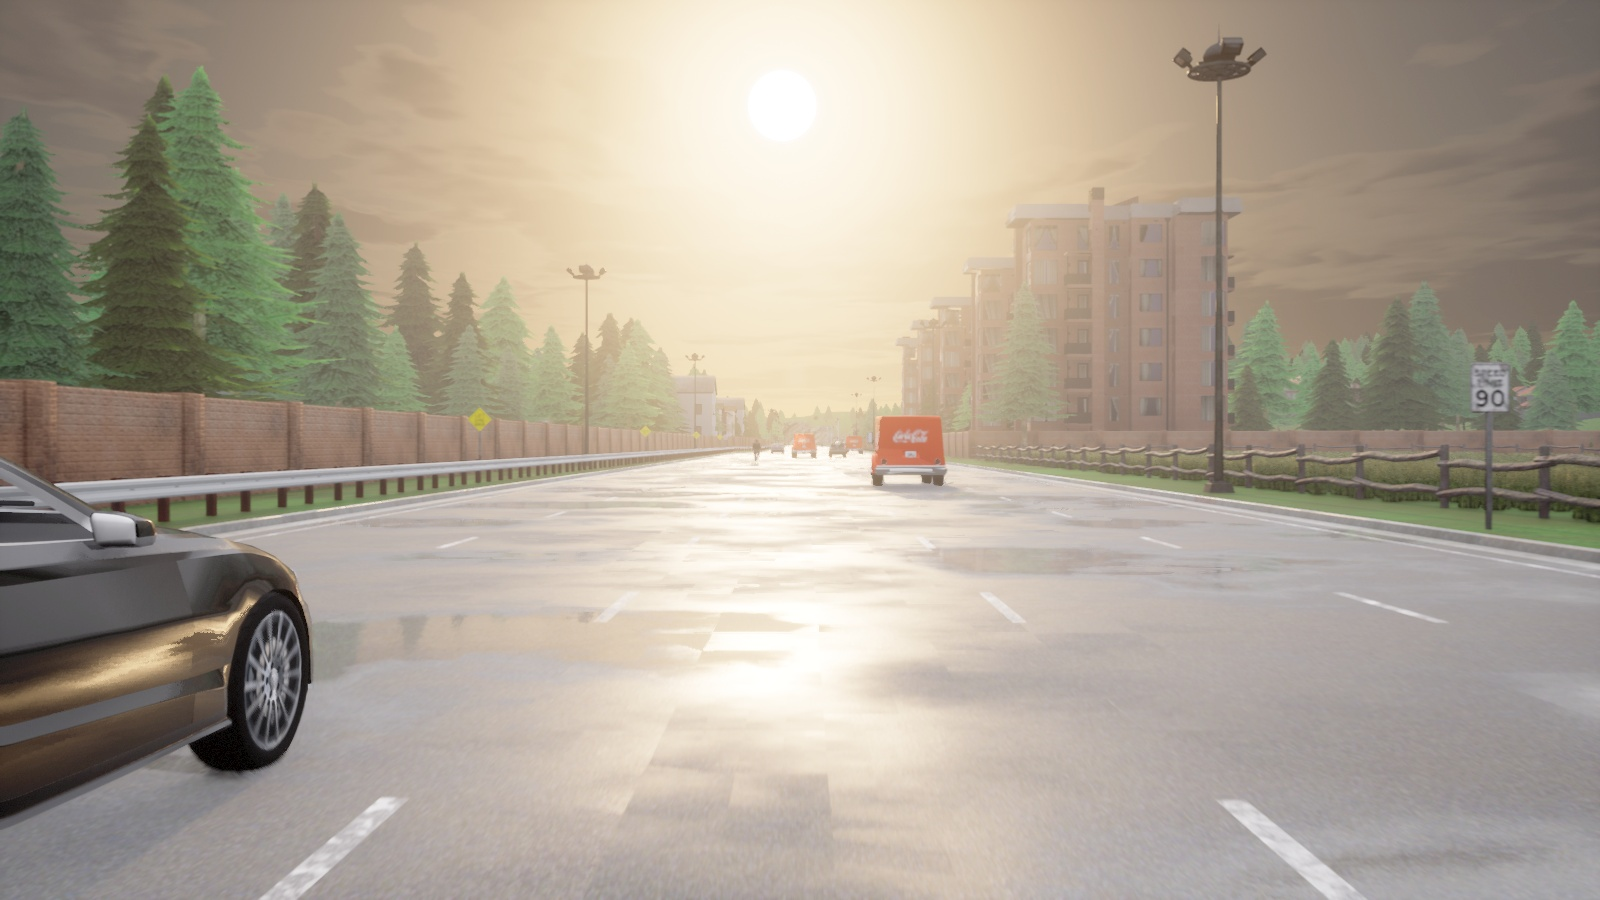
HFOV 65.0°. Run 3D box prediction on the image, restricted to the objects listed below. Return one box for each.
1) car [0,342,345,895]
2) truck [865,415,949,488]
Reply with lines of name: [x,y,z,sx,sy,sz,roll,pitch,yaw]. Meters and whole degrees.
car: [-3.462,0.500,4.034,2.152,1.651,5.027,0,0,0]
truck: [3.776,0.012,45.269,2.627,2.467,5.204,0,1,0]
